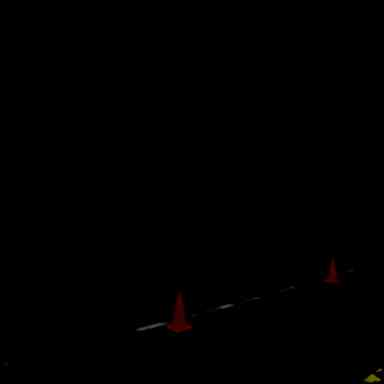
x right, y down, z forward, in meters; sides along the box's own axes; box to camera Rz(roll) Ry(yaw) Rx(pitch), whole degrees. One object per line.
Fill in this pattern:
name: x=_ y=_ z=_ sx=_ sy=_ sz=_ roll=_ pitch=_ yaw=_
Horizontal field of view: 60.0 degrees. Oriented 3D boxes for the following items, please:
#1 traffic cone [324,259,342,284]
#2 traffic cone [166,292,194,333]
traffic cone: x=3.660 y=2.035 z=8.642 sx=0.340 sy=0.580 sz=0.340 roll=1 pitch=0 yaw=-39
traffic cone: x=-0.203 y=1.992 z=5.614 sx=0.340 sy=0.580 sz=0.340 roll=1 pitch=0 yaw=-37
